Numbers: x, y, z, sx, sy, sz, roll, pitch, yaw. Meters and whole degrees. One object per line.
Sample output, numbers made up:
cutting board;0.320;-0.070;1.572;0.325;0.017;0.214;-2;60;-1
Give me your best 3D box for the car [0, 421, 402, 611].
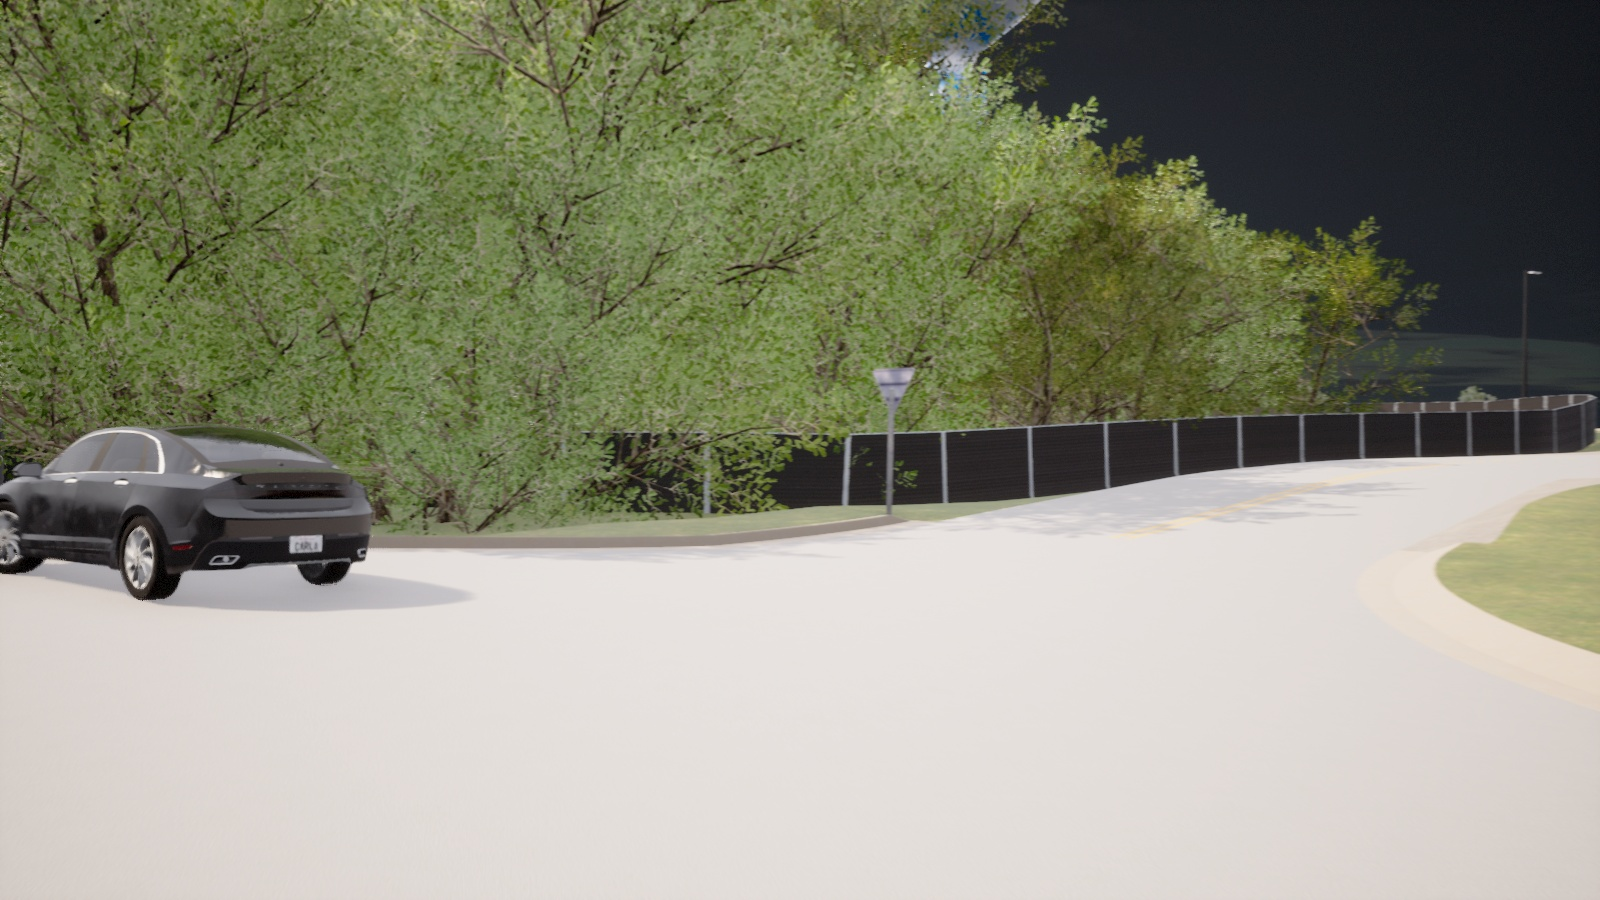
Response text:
car;-6.129;0.502;12.126;4.892;1.490;1.837;1;0;37
